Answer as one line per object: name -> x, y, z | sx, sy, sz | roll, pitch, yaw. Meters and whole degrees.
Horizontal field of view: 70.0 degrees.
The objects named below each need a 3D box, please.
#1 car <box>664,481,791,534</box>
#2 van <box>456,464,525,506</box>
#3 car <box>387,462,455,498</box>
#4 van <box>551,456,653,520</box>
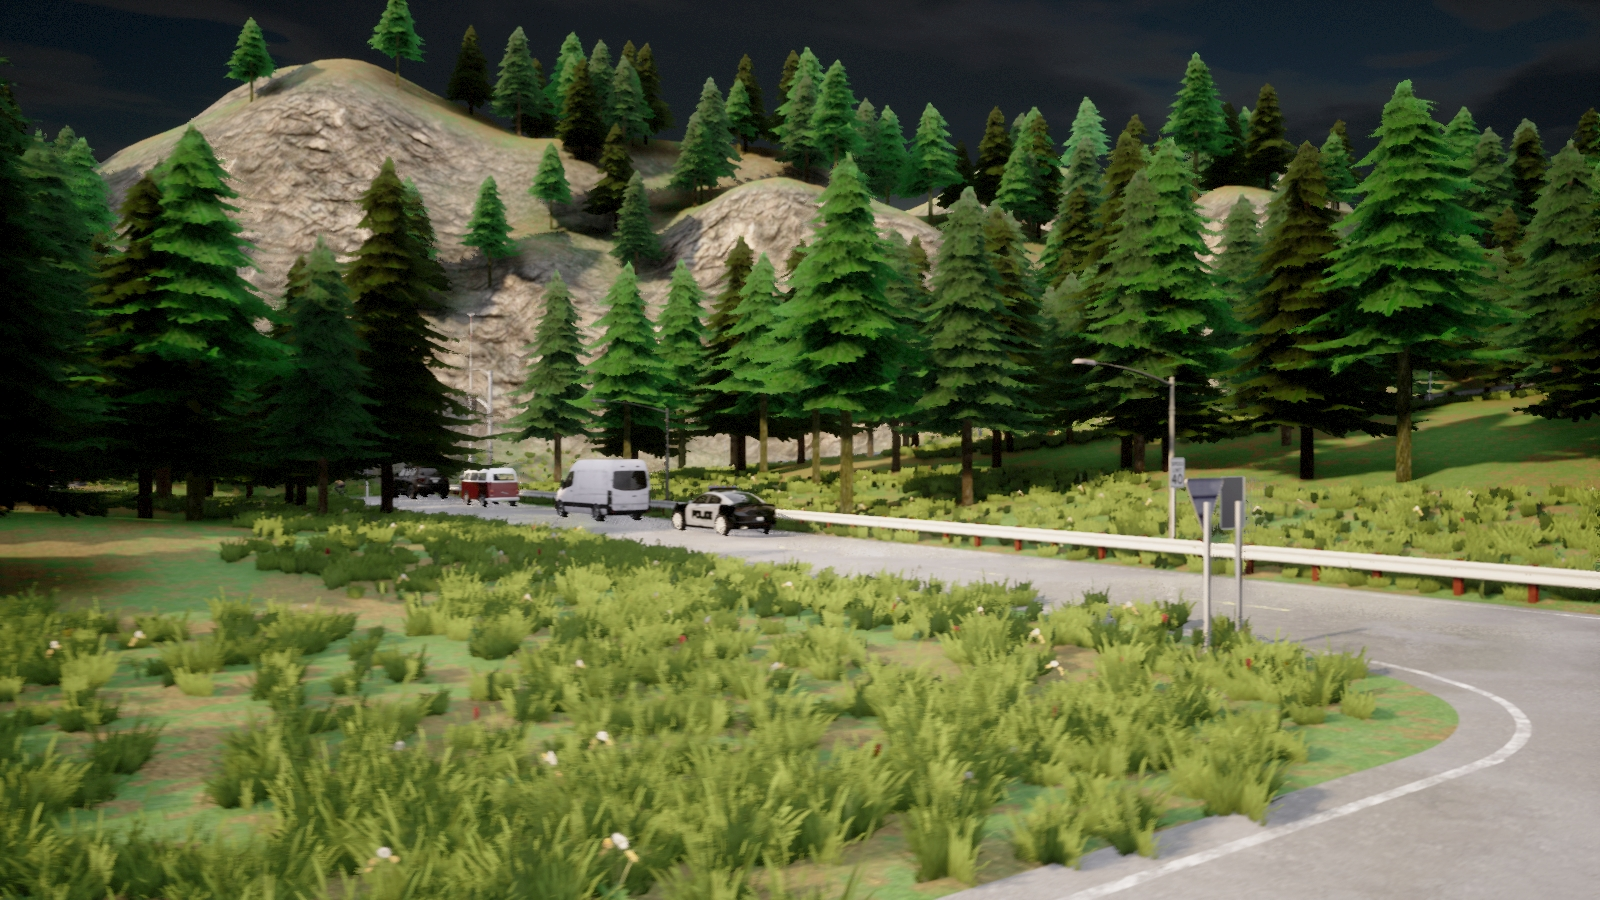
car -> -2.683, 1.995, 40.874 | 2.097, 1.638, 5.238 | 0, 0, -35
van -> -16.291, 1.795, 59.998 | 2.069, 2.038, 4.480 | 0, 0, -35
car -> -23.054, 1.792, 69.337 | 2.150, 2.045, 5.566 | 0, 0, -38
van -> -8.593, 1.547, 49.058 | 1.988, 2.561, 5.915 | 0, 0, -35
